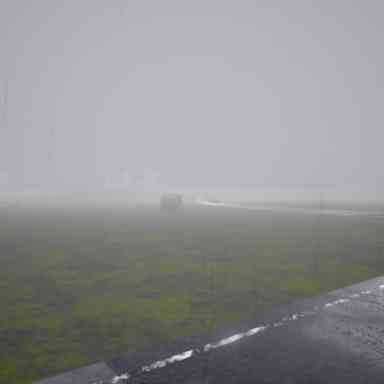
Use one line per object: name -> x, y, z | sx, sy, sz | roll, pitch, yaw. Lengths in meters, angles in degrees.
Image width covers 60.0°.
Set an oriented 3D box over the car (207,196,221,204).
car -> 4.383, 1.612, 65.912 | 1.837, 1.490, 4.892 | -1, 0, -12
